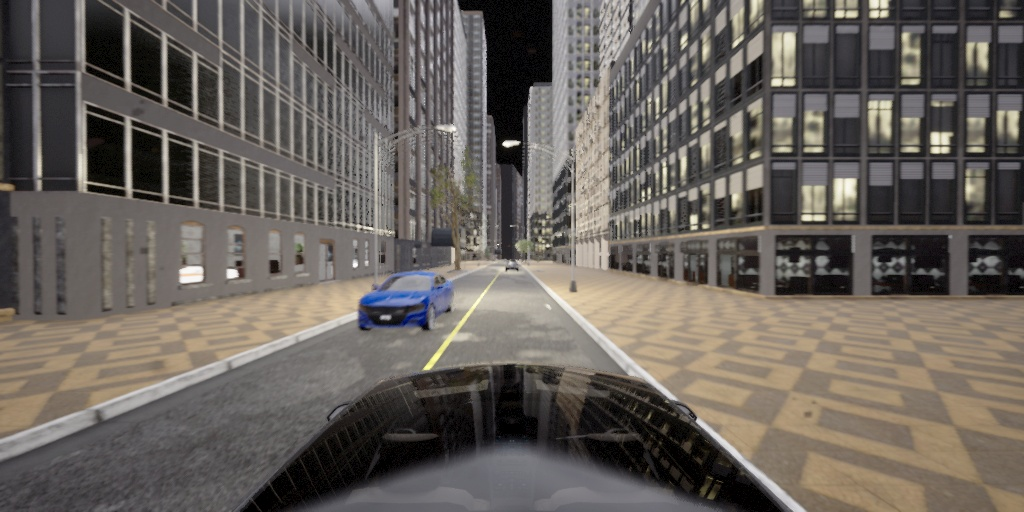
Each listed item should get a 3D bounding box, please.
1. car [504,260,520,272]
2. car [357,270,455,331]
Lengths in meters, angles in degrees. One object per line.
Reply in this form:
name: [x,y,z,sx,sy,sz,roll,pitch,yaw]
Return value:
car: [0.000,1.322,46.352,2.033,1.411,5.357,0,0,0]
car: [-3.039,1.229,11.183,1.882,1.535,5.008,0,0,1]
